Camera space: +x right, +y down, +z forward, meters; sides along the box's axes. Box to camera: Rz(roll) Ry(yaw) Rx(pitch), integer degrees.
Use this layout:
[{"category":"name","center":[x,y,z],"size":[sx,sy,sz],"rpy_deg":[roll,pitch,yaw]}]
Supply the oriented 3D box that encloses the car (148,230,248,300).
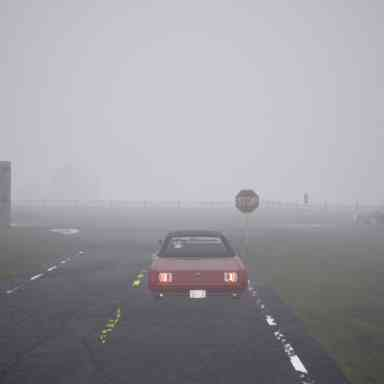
[{"category":"car","center":[0.074,1.603,8.386],"size":[1.895,1.301,4.718],"rpy_deg":[0,0,-1]}]

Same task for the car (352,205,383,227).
[{"category":"car","center":[14.322,1.718,24.273],"size":[4.902,1.511,2.128],"rpy_deg":[1,-1,0]}]
